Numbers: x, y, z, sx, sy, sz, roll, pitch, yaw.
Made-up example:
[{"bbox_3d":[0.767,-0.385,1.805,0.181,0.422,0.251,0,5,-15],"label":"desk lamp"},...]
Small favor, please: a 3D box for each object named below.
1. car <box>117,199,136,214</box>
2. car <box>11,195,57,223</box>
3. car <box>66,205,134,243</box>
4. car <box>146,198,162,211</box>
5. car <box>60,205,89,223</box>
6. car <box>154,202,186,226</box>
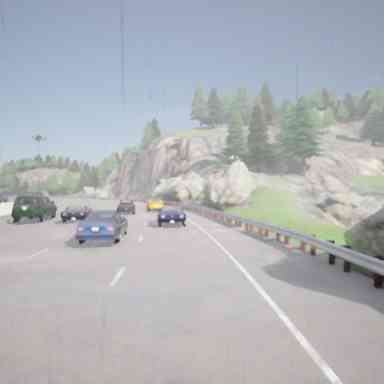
[{"bbox_3d":[-7.201,1.565,36.582,2.128,1.511,4.902,0,0,-11],"label":"car"},{"bbox_3d":[-12.561,1.294,26.820,2.150,2.045,5.566,0,0,-8],"label":"car"},{"bbox_3d":[-4.225,1.583,16.212,2.033,1.411,5.357,0,0,-5],"label":"car"},{"bbox_3d":[-4.752,1.553,41.914,1.882,1.535,5.008,0,0,-13],"label":"car"},{"bbox_3d":[-8.980,1.664,26.516,1.895,1.301,4.718,0,0,-8],"label":"car"},{"bbox_3d":[-1.550,1.641,23.885,1.895,1.301,4.718,0,0,-7],"label":"car"}]
